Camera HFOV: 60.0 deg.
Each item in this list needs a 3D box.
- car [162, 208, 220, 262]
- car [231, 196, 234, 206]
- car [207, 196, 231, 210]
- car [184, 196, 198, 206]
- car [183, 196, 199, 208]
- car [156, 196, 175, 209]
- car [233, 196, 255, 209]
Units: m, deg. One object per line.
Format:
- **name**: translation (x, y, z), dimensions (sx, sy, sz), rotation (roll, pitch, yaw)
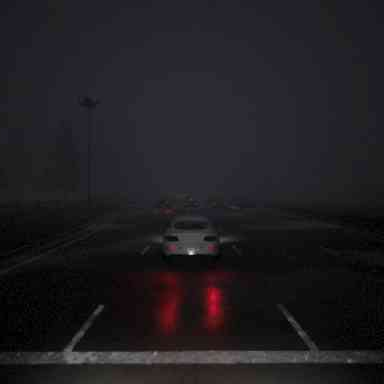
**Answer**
- **car**: translation (-0.028, 1.503, 11.910), dimensions (1.812, 1.442, 4.674), rotation (0, 0, 0)
- **car**: translation (6.873, 1.425, 52.955), dimensions (1.812, 1.442, 4.674), rotation (0, 0, 0)
- **car**: translation (3.398, 1.467, 42.527), dimensions (2.033, 1.411, 5.357), rotation (0, 0, 0)
- **car**: translation (-0.127, 1.392, 52.938), dimensions (2.128, 1.511, 4.902), rotation (0, 0, 0)
- **car**: translation (-0.102, 1.467, 42.518), dimensions (2.033, 1.411, 5.357), rotation (0, 0, 0)
- **car**: translation (-3.603, 1.445, 42.926), dimensions (1.812, 1.442, 4.674), rotation (0, 0, 0)
- **car**: translation (6.897, 1.482, 42.952), dimensions (1.994, 1.385, 4.181), rotation (0, 0, 0)
